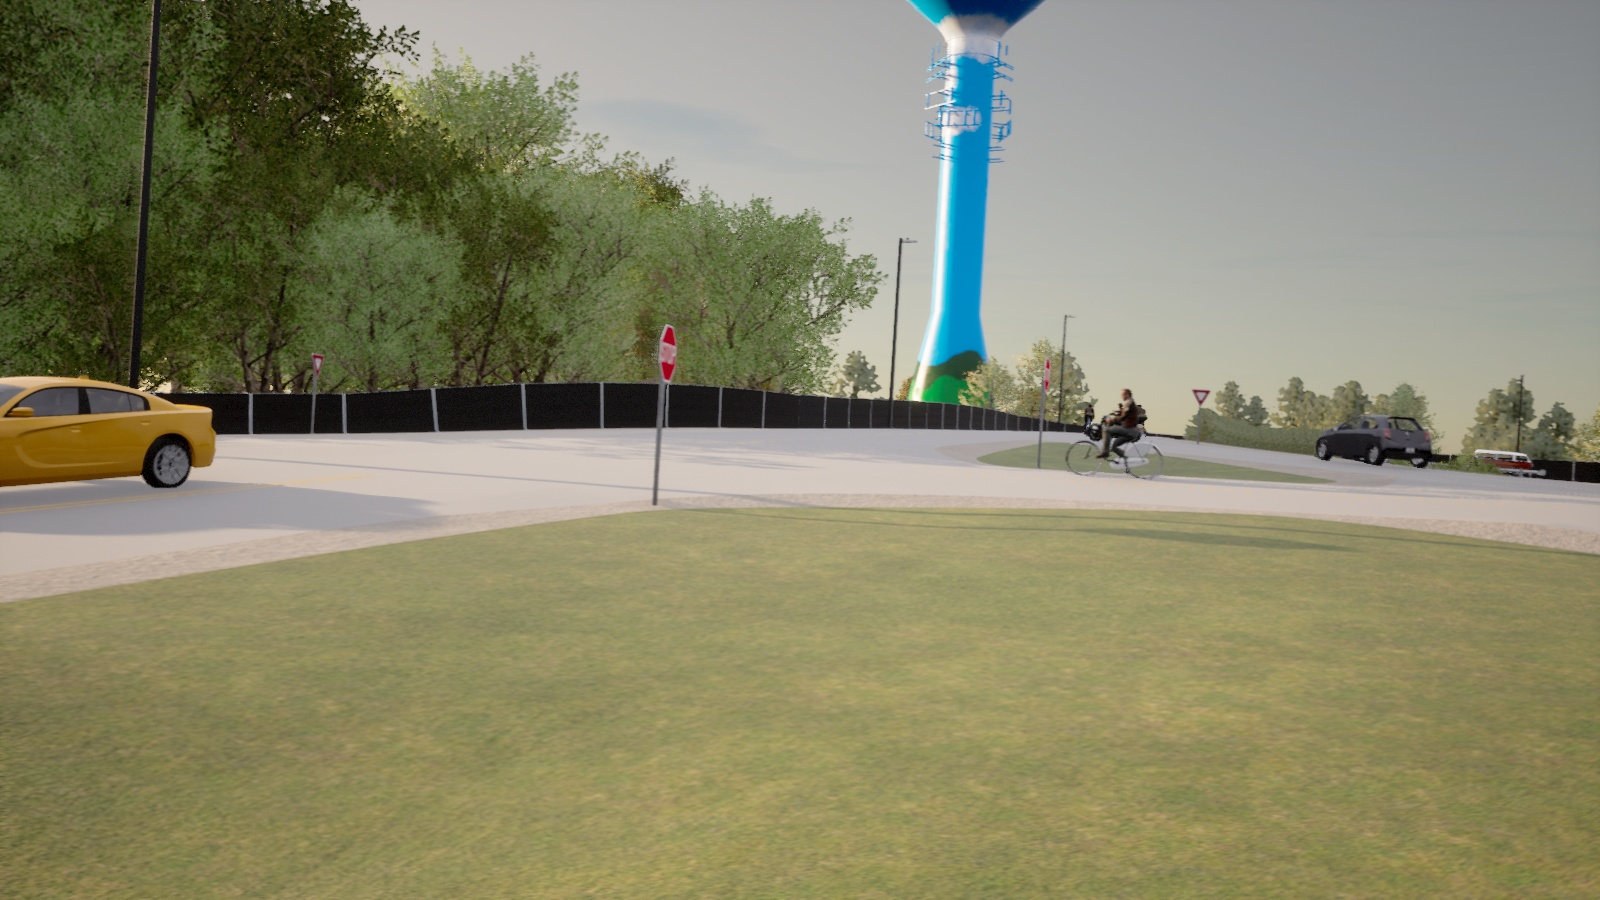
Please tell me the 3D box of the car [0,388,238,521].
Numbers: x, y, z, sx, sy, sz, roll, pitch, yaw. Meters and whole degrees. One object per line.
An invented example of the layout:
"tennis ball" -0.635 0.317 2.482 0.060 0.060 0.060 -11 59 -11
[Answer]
"car" -10.045 0.003 16.333 1.882 1.535 5.008 2 4 24

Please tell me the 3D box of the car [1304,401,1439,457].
"car" 17.093 -0.660 37.760 1.845 1.501 3.633 2 2 -11

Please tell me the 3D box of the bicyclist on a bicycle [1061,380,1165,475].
"bicyclist on a bicycle" 6.063 -0.454 24.340 1.843 1.776 0.659 2 2 20

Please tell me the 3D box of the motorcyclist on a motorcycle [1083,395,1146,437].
"motorcyclist on a motorcycle" 12.636 -1.387 50.564 2.350 1.649 0.766 3 5 41
